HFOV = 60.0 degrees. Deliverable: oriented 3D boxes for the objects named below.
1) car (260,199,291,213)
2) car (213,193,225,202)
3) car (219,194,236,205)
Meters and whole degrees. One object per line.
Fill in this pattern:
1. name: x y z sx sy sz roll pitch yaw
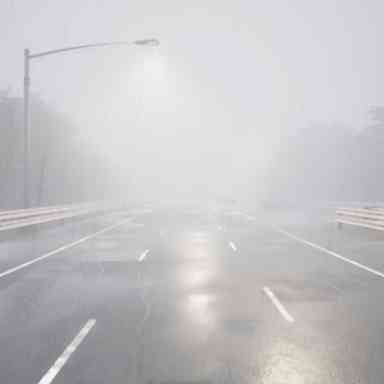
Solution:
1. car: 9.684 1.507 38.803 2.128 1.511 4.902 0 0 -14
2. car: 6.969 1.226 79.108 2.150 2.045 5.566 0 0 0
3. car: 6.841 1.522 61.434 1.994 1.385 4.181 0 0 -4
